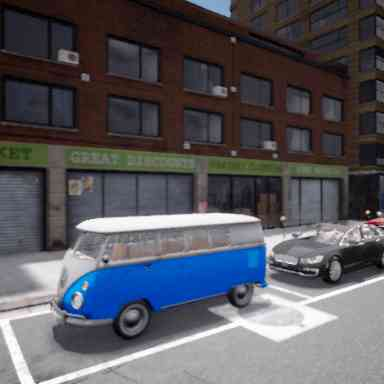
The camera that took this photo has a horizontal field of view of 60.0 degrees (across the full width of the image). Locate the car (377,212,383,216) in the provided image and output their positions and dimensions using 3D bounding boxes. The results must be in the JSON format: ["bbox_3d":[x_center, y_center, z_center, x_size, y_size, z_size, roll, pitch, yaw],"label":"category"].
[{"bbox_3d":[8.496,1.284,12.593,5.009,1.841,2.192,0,0,-35],"label":"car"}]

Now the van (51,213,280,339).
[{"bbox_3d":[-0.379,1.334,6.264,3.998,1.788,1.690,0,0,-35],"label":"van"}]

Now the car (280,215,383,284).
[{"bbox_3d":[4.059,1.531,9.428,4.403,1.369,2.008,0,0,-35],"label":"car"}]
